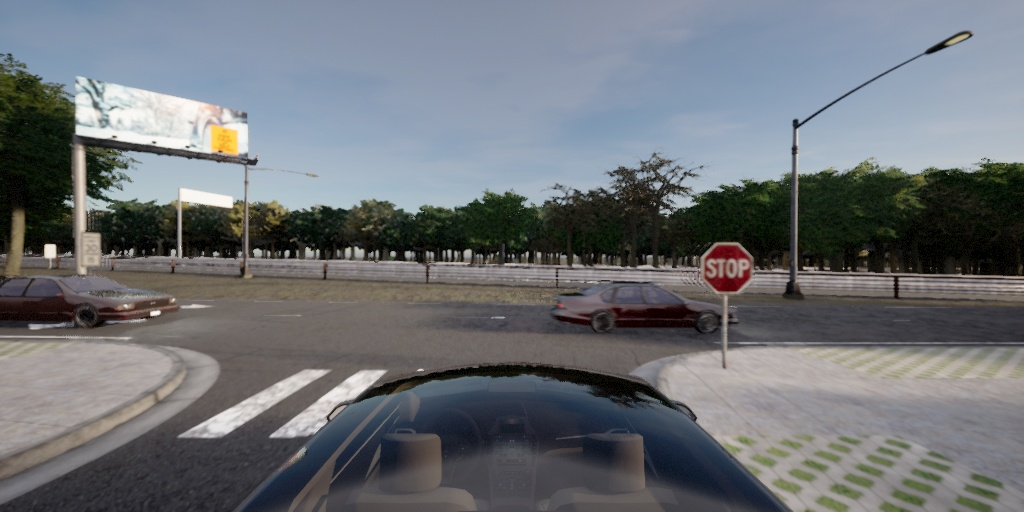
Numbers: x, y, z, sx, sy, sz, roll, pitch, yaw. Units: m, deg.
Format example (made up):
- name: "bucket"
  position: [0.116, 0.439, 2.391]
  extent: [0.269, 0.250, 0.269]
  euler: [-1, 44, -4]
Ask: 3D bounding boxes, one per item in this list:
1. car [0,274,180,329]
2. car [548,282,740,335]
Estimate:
- name: "car"
  position: [-13.162, 1.260, 10.566]
  extent: [5.357, 1.411, 2.033]
  euler: [1, 0, 0]
- name: "car"
  position: [3.815, 1.506, 10.900]
  extent: [5.357, 1.411, 2.033]
  euler: [1, 0, -2]
